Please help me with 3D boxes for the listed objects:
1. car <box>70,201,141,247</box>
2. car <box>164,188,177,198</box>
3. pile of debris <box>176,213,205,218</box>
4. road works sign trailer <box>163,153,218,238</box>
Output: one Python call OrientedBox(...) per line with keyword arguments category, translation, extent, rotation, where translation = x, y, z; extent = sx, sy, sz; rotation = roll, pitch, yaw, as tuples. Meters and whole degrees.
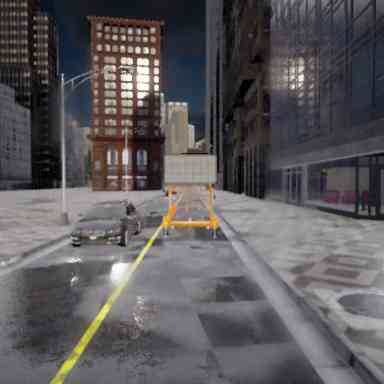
OrientedBox(category="car", translation=(-3.164, 1.140, 13.008), extent=(1.837, 1.490, 4.892), rotation=(0, 2, 0))
OrientedBox(category="car", translation=(-3.334, 0.116, 53.555), extent=(2.033, 1.411, 5.357), rotation=(0, 1, 0))
OrientedBox(category="pile of debris", translation=(-0.109, 1.557, 21.958), extent=(1.860, 0.140, 1.500), rotation=(0, 2, 0))
OrientedBox(category="road works sign trailer", translation=(-0.074, 0.047, 14.913), extent=(2.380, 3.560, 2.880), rotation=(0, 2, 0))
